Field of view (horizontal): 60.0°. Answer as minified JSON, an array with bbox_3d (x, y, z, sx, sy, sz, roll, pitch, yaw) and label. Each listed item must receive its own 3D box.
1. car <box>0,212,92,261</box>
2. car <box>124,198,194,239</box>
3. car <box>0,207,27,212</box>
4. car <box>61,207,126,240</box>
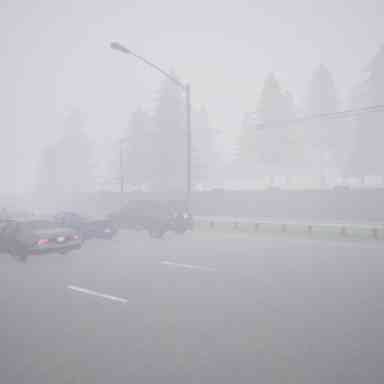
[{"bbox_3d":[-6.511,1.685,12.820,5.357,1.411,2.033,-1,0,36],"label":"car"},{"bbox_3d":[-2.504,1.363,18.560,5.566,2.045,2.150,0,0,36],"label":"car"},{"bbox_3d":[-15.253,1.909,27.660,4.718,1.301,1.895,-1,0,36],"label":"car"},{"bbox_3d":[-5.881,1.634,16.693,5.008,1.535,1.882,0,0,36],"label":"car"}]
